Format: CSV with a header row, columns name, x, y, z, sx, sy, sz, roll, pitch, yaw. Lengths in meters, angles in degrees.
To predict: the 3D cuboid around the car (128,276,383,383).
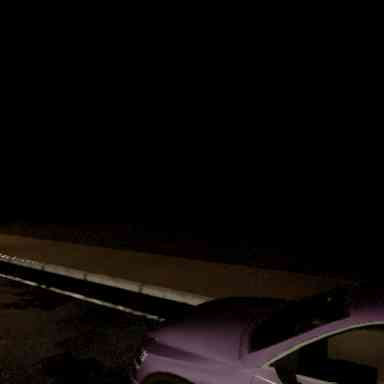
name,x,y,z,sx,sy,sz,roll,pitch,yaw
car,1.665,1.431,2.373,4.856,1.649,2.033,-1,0,36
